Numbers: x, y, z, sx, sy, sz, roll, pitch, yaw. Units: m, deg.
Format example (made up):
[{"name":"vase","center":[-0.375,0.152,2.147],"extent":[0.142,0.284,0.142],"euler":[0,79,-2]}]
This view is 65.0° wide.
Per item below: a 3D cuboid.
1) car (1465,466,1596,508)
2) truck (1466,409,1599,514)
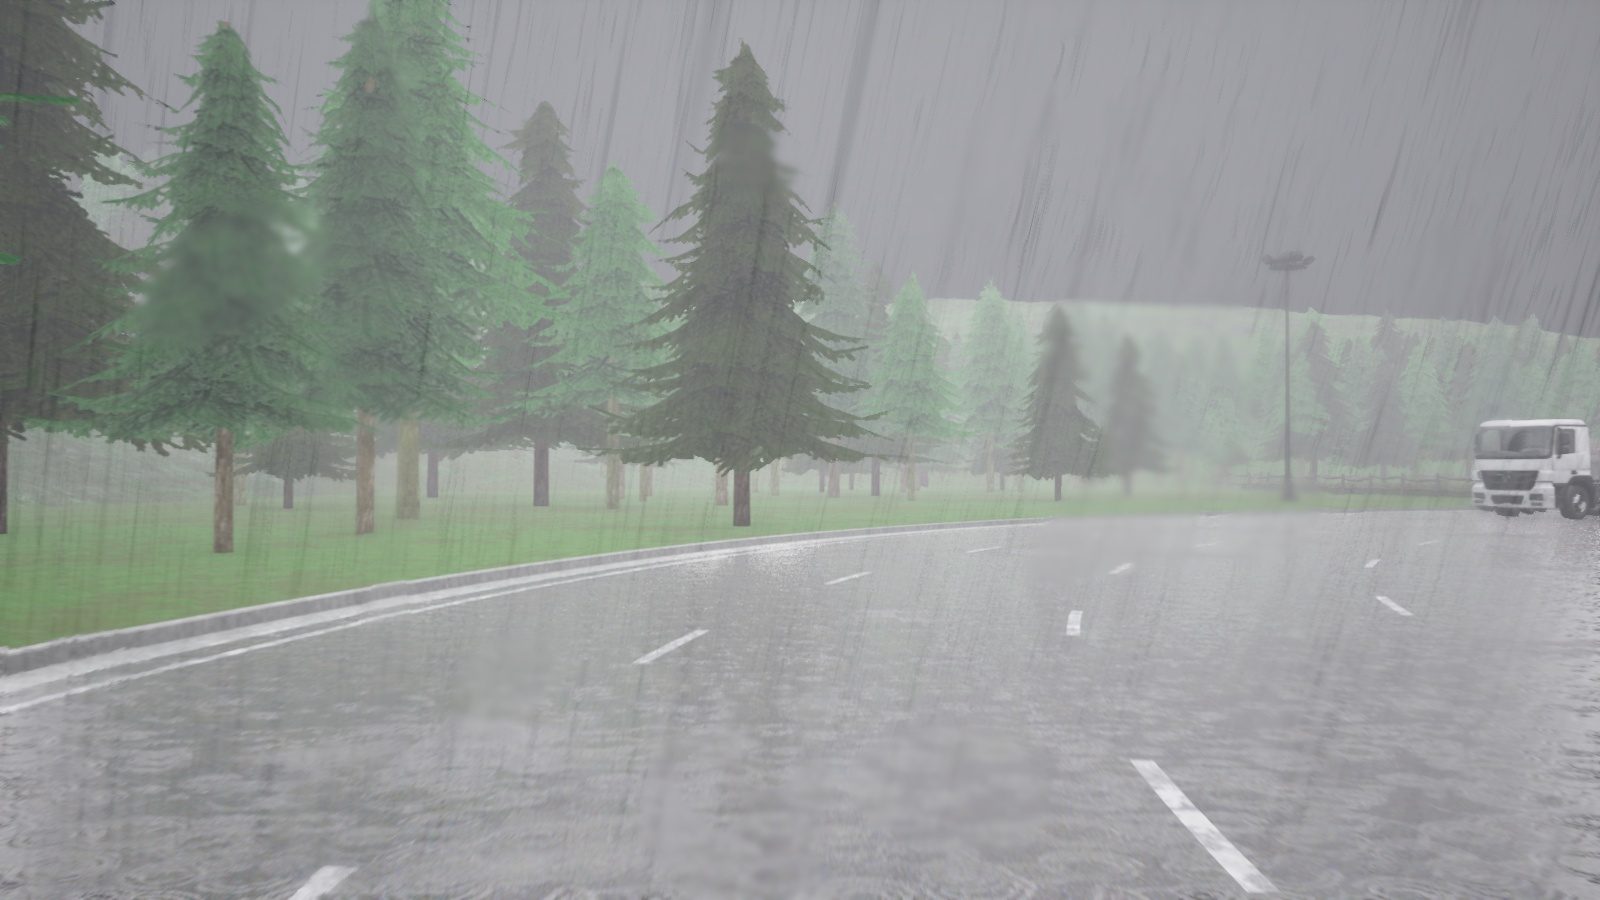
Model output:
[{"name":"car","center":[27.970,1.397,48.074],"extent":[4.514,1.525,2.007],"euler":[0,-1,-23]},{"name":"truck","center":[27.436,0.407,44.024],"extent":[7.936,3.462,2.891],"euler":[0,-1,-24]}]
